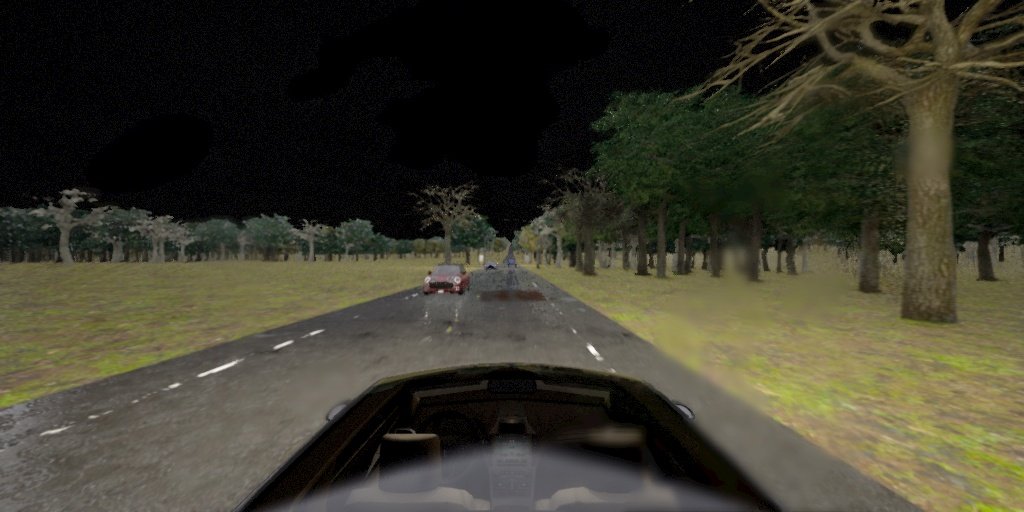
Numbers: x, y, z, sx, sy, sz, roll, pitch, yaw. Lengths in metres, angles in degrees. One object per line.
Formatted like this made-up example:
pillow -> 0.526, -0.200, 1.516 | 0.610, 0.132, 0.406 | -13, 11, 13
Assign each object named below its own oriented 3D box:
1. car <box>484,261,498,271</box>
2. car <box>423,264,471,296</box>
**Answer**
car -> -3.566, 1.639, 61.945 | 2.097, 1.767, 4.553 | 0, -1, 0
car -> -3.610, 1.238, 20.484 | 2.097, 1.767, 4.553 | 0, 0, 0
